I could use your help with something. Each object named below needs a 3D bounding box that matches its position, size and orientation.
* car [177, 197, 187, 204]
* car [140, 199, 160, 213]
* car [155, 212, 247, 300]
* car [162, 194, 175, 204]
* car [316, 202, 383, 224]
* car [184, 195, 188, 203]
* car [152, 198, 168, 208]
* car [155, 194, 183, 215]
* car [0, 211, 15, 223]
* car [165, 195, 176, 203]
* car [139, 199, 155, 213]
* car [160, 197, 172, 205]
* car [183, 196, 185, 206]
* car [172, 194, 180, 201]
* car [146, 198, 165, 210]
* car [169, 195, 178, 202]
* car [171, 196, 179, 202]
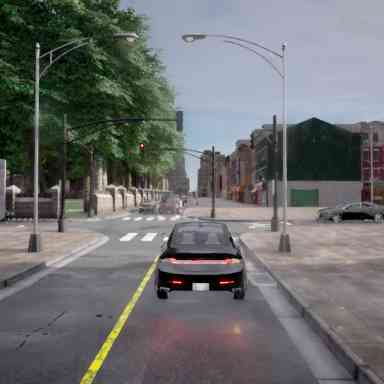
[{"bbox_3d":[-2.022,1.684,69.459,1.994,1.385,4.181,0,0,0],"label":"car"},{"bbox_3d":[-4.900,1.563,39.405,1.752,1.417,4.829,1,0,0],"label":"car"},{"bbox_3d":[0.213,1.496,8.419,2.128,1.511,4.902,0,0,1],"label":"car"},{"bbox_3d":[-4.659,1.423,66.367,2.192,1.841,5.009,1,0,0],"label":"car"},{"bbox_3d":[11.478,1.443,23.849,4.902,1.511,2.128,-1,-1,1],"label":"car"},{"bbox_3d":[-2.202,1.564,55.371,2.128,1.511,4.902,0,0,1],"label":"car"},{"bbox_3d":[-4.776,1.624,50.016,1.947,1.339,4.313,1,0,0],"label":"car"},{"bbox_3d":[-2.310,1.383,34.750,2.097,1.767,4.553,0,0,-1],"label":"car"},{"bbox_3d":[-15.616,1.662,24.111,4.718,1.301,1.895,0,-1,1],"label":"car"},{"bbox_3d":[-4.624,1.569,71.817,1.967,1.590,4.097,1,0,0],"label":"car"},{"bbox_3d":[-4.889,1.585,37.431,2.008,1.369,4.403,1,0,0],"label":"car"},{"bbox_3d":[-4.702,1.671,60.916,1.802,1.307,4.206,1,0,0],"label":"car"},{"bbox_3d":[-2.275,1.574,45.025,1.812,1.442,4.674,0,0,0],"label":"car"},{"bbox_3d":[-4.472,1.555,93.619,2.192,1.841,5.009,1,0,0],"label":"car"},{"bbox_3d":[-4.813,1.598,44.566,2.008,1.369,4.403,1,0,0],"label":"car"},{"bbox_3d":[-4.549,1.620,82.717,1.967,1.590,4.097,1,0,0],"label":"car"},{"bbox_3d":[-4.515,1.733,87.997,1.752,1.417,4.829,1,0,0],"label":"car"}]
